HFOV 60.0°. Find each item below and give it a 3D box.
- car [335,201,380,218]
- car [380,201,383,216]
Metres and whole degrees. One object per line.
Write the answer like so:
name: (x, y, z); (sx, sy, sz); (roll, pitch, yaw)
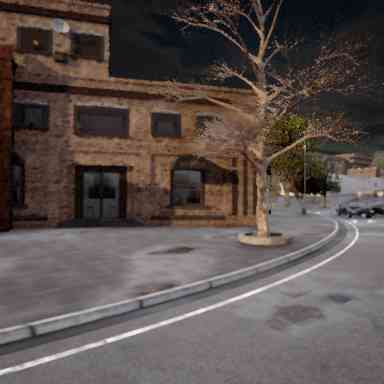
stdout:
car: (14.533, 1.553, 30.060); (2.033, 1.411, 5.357); (0, 0, 8)
car: (17.849, 1.521, 30.256); (2.128, 1.511, 4.902); (0, 0, 7)
